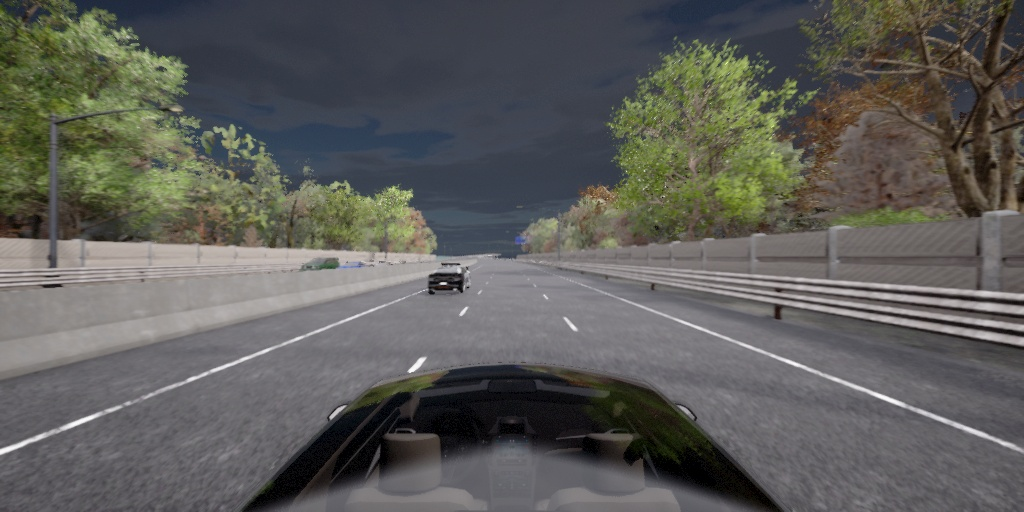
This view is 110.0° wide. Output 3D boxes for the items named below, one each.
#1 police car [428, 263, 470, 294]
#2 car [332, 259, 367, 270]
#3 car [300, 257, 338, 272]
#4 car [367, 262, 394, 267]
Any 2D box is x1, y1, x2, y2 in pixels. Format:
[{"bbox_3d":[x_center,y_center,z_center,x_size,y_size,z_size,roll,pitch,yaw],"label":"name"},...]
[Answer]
[{"bbox_3d":[-3.607,1.255,21.266,1.930,1.638,5.238,0,0,-1],"label":"police car"},{"bbox_3d":[-17.960,1.411,40.704,1.882,1.535,5.008,0,0,-1],"label":"car"},{"bbox_3d":[-21.454,1.157,40.492,2.150,2.045,5.566,0,0,-1],"label":"car"},{"bbox_3d":[-14.464,1.454,40.837,1.812,1.442,4.674,0,0,-1],"label":"car"}]
